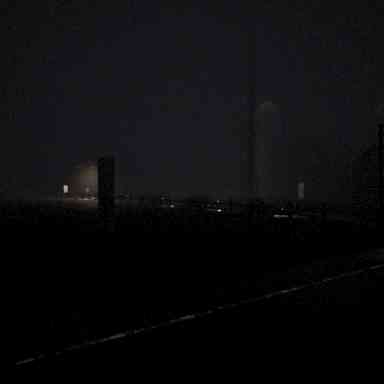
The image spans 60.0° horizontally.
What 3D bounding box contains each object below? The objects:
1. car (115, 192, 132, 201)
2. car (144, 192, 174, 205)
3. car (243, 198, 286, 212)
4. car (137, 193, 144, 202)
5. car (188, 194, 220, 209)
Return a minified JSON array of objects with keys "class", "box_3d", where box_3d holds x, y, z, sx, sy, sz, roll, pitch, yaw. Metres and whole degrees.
[{"class":"car","box_3d":[-13.623,0.752,66.004,2.097,1.767,4.553,-1,1,-36]},{"class":"car","box_3d":[-4.567,0.967,48.608,2.097,1.767,4.553,-1,1,-36]},{"class":"car","box_3d":[6.979,1.326,32.591,1.812,1.442,4.674,-1,1,-35]},{"class":"car","box_3d":[-7.842,0.849,58.060,2.097,1.767,4.553,-1,1,-35]},{"class":"car","box_3d":[1.319,1.061,40.432,2.097,1.767,4.553,-1,1,-36]}]
